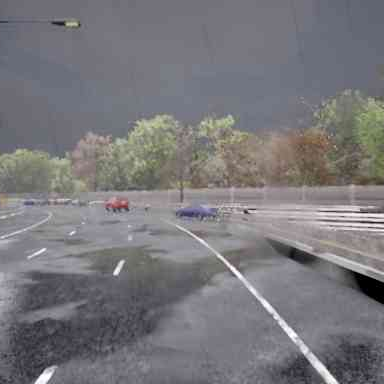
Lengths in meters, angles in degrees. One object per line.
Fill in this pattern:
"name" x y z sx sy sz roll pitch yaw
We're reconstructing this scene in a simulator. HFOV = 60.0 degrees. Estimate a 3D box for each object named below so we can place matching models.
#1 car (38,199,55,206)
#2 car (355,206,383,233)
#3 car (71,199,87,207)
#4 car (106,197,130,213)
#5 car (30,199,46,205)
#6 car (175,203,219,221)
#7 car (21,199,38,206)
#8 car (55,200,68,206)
"car" -33.491 2.346 74.978 4.892 1.490 1.837 -1 -1 45
"car" 12.743 1.285 19.586 5.566 2.045 2.150 -2 -1 36
"car" -23.222 2.186 68.225 2.097 1.767 4.553 0 -1 -38
"car" -10.576 1.693 47.137 2.150 2.045 5.566 0 -1 -29
"car" -39.952 2.602 86.194 4.892 1.490 1.837 -1 -1 39
"car" 0.392 1.792 30.938 1.812 1.442 4.674 0 -1 -44
"car" -36.032 2.308 72.572 5.008 1.535 1.882 -1 -1 45
"car" -30.569 2.467 77.065 4.718 1.301 1.895 -1 -1 45
